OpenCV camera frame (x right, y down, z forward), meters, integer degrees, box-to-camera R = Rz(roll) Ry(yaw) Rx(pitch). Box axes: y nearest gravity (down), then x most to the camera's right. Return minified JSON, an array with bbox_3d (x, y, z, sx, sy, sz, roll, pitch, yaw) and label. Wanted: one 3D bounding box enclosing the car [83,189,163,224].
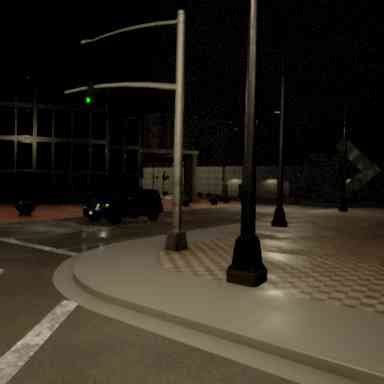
[{"bbox_3d":[-4.173,0.822,21.169,2.150,2.045,5.566,2,1,35],"label":"car"}]
